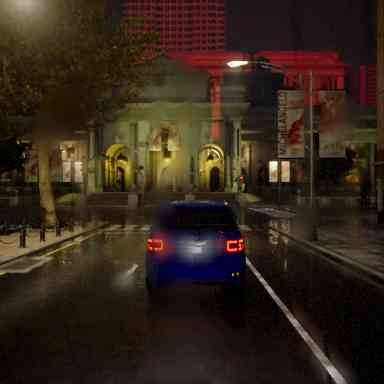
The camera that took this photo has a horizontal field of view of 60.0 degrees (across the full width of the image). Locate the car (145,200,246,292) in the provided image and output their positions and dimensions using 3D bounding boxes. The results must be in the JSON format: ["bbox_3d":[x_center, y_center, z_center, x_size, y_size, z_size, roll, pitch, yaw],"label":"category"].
[{"bbox_3d":[0.099,1.221,9.078,2.150,2.045,5.566,0,0,1],"label":"car"}]
